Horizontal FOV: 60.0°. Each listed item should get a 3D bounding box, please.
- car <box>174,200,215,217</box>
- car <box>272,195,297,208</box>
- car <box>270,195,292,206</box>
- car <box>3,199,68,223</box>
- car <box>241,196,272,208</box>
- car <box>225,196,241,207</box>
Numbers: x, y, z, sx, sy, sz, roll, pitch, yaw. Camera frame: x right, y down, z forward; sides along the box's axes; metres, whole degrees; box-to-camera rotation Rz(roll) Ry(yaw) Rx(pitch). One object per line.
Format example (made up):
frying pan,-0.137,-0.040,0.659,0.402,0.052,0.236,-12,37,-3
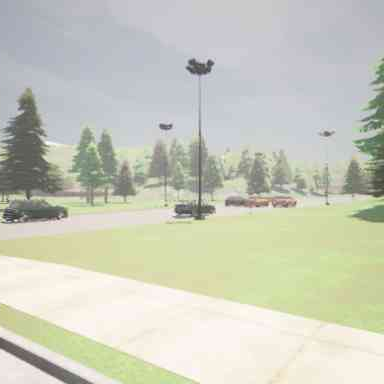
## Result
car,0.324,1.506,31.216,2.128,1.511,4.902,0,0,37
car,13.946,1.359,49.526,2.097,1.767,4.553,0,0,37
car,15.425,1.362,57.483,2.097,1.767,4.553,0,0,37
car,-12.151,1.377,26.211,2.097,1.767,4.553,0,0,37
car,9.716,1.365,49.729,2.097,1.767,4.553,0,0,37
car,7.003,1.368,51.869,2.097,1.767,4.553,0,0,37
